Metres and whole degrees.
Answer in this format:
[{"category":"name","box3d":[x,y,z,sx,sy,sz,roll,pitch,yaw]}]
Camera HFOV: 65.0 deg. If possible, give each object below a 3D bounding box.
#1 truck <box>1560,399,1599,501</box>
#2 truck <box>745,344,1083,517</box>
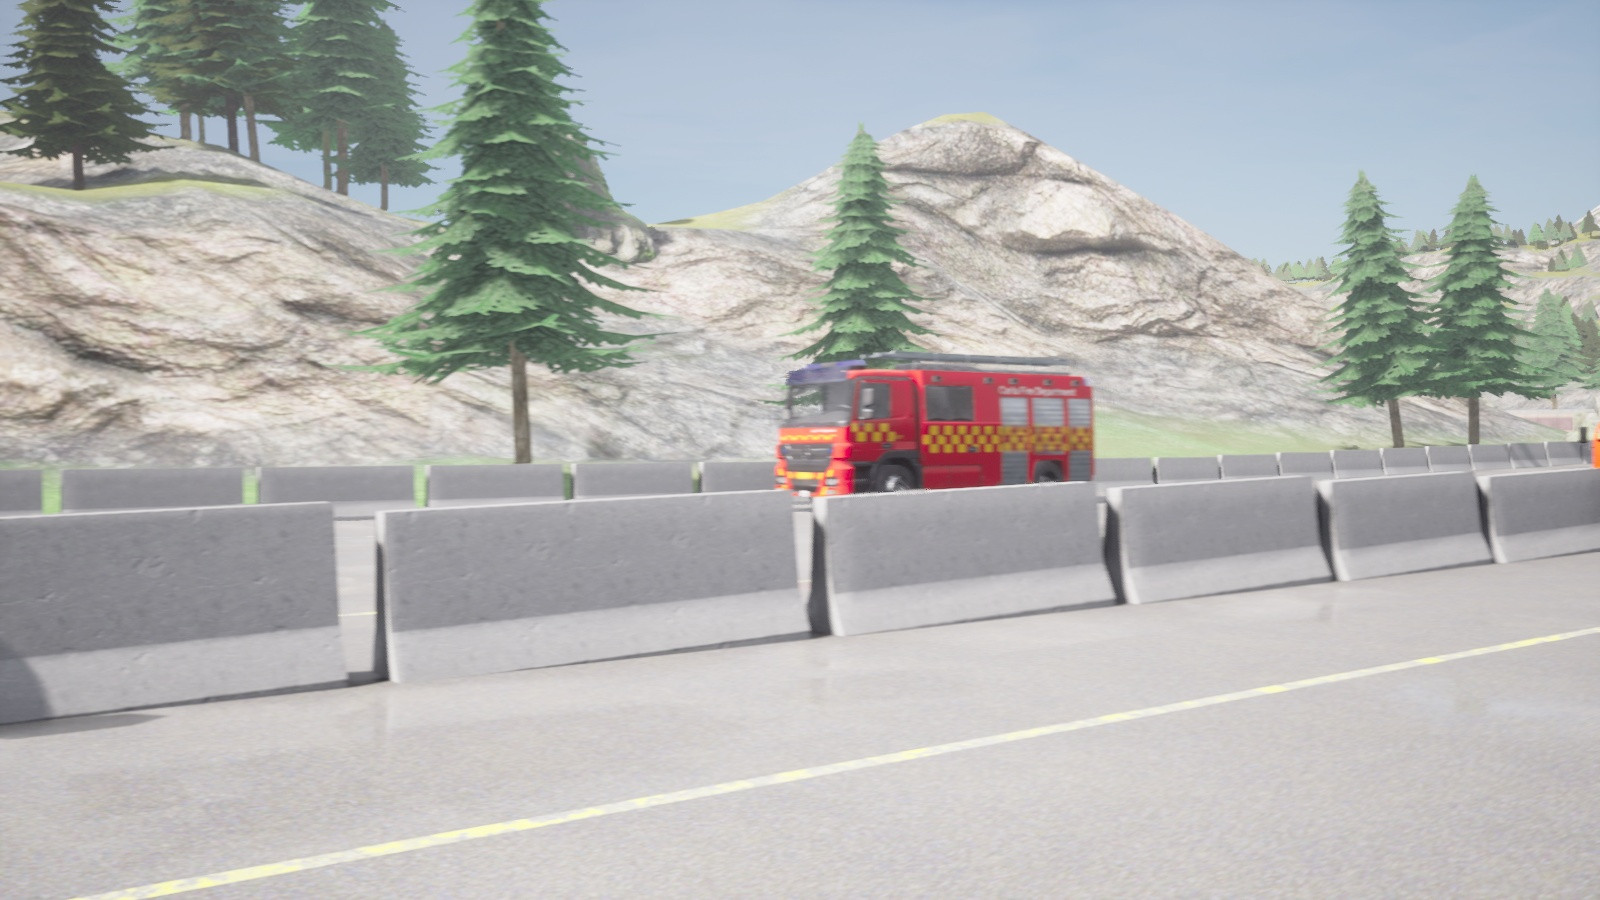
[{"category":"truck","box3d":[21.776,-0.041,31.612,5.204,2.467,2.627,-1,0,-35]},{"category":"truck","box3d":[3.014,-0.467,31.348,8.468,3.827,2.891,-1,0,-35]}]
